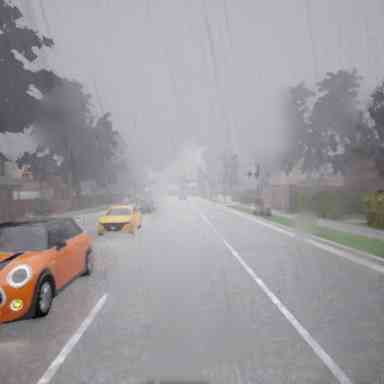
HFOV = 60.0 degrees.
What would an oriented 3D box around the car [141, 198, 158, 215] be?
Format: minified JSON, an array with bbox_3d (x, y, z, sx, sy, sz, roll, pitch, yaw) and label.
[{"bbox_3d":[-4.584,1.423,34.494,2.097,1.767,4.553,-1,0,-5],"label":"car"}]

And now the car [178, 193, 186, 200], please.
[{"bbox_3d":[-2.602,1.357,88.459,1.994,1.385,4.181,-1,0,-2],"label":"car"}]

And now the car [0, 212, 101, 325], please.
[{"bbox_3d":[-3.748,1.421,7.463,2.097,1.767,4.553,-1,0,-2],"label":"car"}]

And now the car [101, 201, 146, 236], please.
[{"bbox_3d":[-4.108,1.548,19.496,1.882,1.535,5.008,-1,0,-2],"label":"car"}]
